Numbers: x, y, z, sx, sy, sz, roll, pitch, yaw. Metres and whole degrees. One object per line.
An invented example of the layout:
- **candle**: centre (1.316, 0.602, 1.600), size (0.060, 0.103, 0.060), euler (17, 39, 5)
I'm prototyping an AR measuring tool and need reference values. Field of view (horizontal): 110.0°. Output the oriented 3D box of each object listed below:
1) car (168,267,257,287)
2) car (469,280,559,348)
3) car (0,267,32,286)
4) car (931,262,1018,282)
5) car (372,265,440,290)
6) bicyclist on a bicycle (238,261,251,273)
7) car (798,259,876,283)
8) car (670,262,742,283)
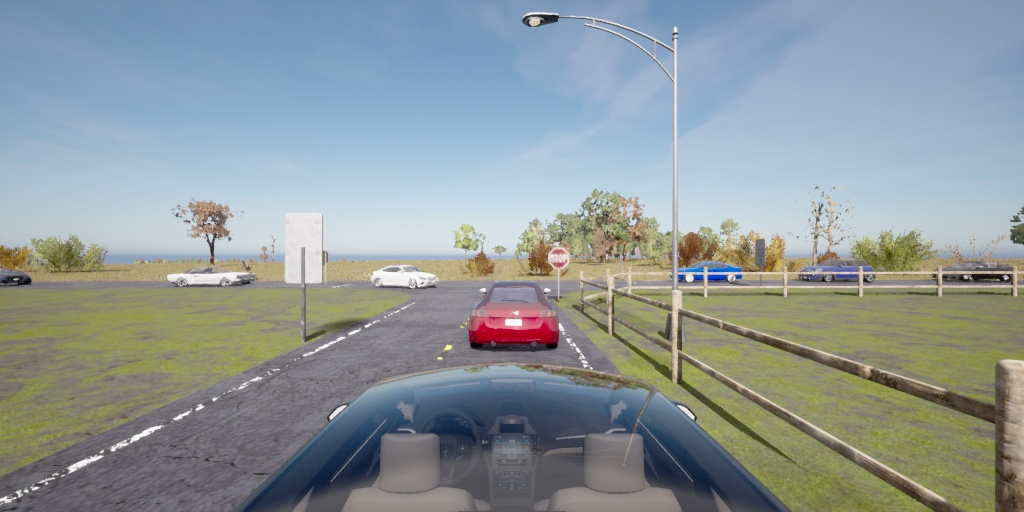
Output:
- **car**: centre (-20.195, 1.403, 24.319), size (4.718, 1.301, 1.895), euler (0, 0, 0)
- **car**: centre (0.077, 1.314, 9.258), size (1.994, 1.385, 4.181), euler (0, 0, 1)
- **car**: centre (-35.722, 1.412, 24.429), size (4.181, 1.385, 1.994), euler (0, 0, 1)
- **car**: centre (34.574, 1.165, 26.924), size (4.902, 1.511, 2.128), euler (0, 0, 1)
- **car**: centre (-6.694, 1.289, 22.359), size (4.674, 1.442, 1.812), euler (-1, -1, 28)
- **bicyclist on a bicycle**: centre (-22.561, 1.261, 30.307), size (0.582, 1.620, 1.656), euler (0, 0, 0)
- **car**: centre (24.317, 1.041, 26.991), size (4.553, 1.767, 2.097), euler (0, 0, 0)
- **car**: centre (14.565, 1.187, 27.056), size (5.008, 1.535, 1.882), euler (0, 0, 0)
